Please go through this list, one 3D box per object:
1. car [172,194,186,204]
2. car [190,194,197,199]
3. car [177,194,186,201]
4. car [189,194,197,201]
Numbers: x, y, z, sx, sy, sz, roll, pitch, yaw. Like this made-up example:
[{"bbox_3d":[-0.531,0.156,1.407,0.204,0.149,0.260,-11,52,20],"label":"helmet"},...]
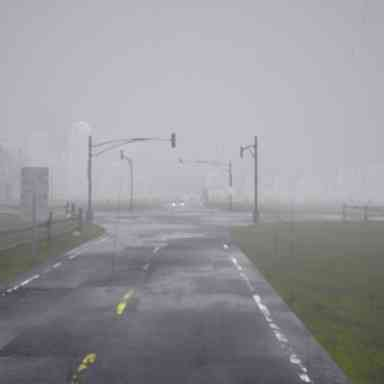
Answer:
[{"bbox_3d":[-2.602,1.282,63.608,2.097,1.767,4.553,0,0,1],"label":"car"},{"bbox_3d":[0.319,1.249,92.759,1.837,1.490,4.892,0,0,0],"label":"car"},{"bbox_3d":[-2.503,1.276,78.806,2.097,1.767,4.553,0,0,0],"label":"car"},{"bbox_3d":[0.265,1.436,82.336,2.128,1.511,4.902,0,0,0],"label":"car"}]
